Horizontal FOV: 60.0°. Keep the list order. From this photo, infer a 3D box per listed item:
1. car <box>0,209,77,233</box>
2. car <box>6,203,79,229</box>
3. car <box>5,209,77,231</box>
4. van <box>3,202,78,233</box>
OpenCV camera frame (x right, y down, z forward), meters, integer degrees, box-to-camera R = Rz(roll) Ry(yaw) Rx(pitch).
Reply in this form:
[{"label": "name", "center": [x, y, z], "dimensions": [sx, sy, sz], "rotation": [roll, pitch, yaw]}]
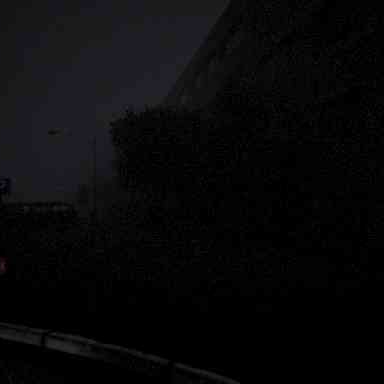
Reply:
[{"label": "car", "center": [-10.790, 2.029, 23.806], "dimensions": [4.792, 1.488, 2.163], "rotation": [0, -3, -21]}, {"label": "car", "center": [-12.838, 2.079, 28.991], "dimensions": [5.566, 2.045, 2.435], "rotation": [0, -4, -21]}, {"label": "car", "center": [-11.830, 2.159, 26.437], "dimensions": [5.008, 1.535, 2.097], "rotation": [0, -4, -21]}, {"label": "van", "center": [-9.717, 1.639, 21.250], "dimensions": [4.442, 1.987, 1.878], "rotation": [0, -3, -21]}]
